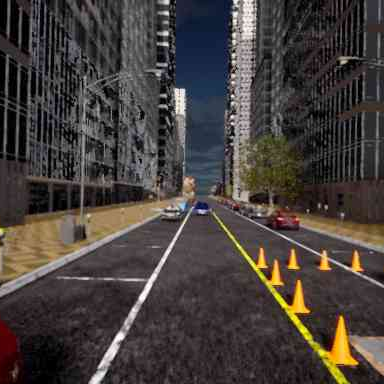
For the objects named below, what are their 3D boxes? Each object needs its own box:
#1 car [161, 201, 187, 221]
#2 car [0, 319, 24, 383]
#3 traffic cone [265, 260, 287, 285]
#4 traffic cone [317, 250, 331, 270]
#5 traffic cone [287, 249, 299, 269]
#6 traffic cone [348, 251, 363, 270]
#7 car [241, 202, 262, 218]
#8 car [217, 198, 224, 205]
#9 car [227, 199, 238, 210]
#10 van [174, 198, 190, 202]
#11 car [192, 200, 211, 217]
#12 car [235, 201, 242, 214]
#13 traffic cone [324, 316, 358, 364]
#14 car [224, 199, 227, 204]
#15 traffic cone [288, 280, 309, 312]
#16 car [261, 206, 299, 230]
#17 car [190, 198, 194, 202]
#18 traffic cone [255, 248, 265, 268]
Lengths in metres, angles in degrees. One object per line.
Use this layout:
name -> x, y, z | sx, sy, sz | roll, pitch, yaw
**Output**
car -> -1.739, 1.778, 29.925 | 2.008, 1.369, 4.403 | 1, -1, 1
car -> -2.382, 1.542, 1.470 | 1.802, 1.307, 4.206 | 1, -1, 1
traffic cone -> 2.188, 2.084, 8.688 | 0.340, 0.580, 0.340 | 1, -1, 1
traffic cone -> 4.232, 2.148, 10.642 | 0.340, 0.580, 0.340 | 1, -1, 1
traffic cone -> 3.233, 2.126, 10.665 | 0.340, 0.580, 0.340 | 1, -1, 1
traffic cone -> 5.232, 2.171, 10.619 | 0.340, 0.580, 0.340 | 1, -1, 1
car -> 6.766, 2.018, 35.422 | 2.008, 1.369, 4.403 | 1, 0, 1
car -> 7.794, 2.368, 80.949 | 1.887, 1.381, 4.507 | 1, 0, 1
car -> 7.154, 2.046, 52.495 | 1.967, 1.590, 4.097 | 1, 0, 1
van -> -1.477, 1.666, 41.309 | 1.690, 1.788, 3.998 | 1, 0, 1
car -> 1.105, 1.874, 36.738 | 1.812, 1.442, 4.674 | 1, 0, 1
car -> 6.894, 2.066, 41.112 | 2.008, 1.369, 4.403 | 1, 0, 1
traffic cone -> 2.099, 2.046, 4.690 | 0.340, 0.580, 0.340 | 1, -1, 1
car -> 7.282, 2.091, 58.185 | 1.967, 1.590, 4.097 | 1, 0, 1
traffic cone -> 2.143, 2.065, 6.690 | 0.340, 0.580, 0.340 | 1, -1, 1
car -> 6.508, 1.947, 24.040 | 1.802, 1.307, 4.206 | 1, -1, 1
car -> -0.325, 2.258, 92.527 | 1.887, 1.381, 4.507 | 1, 0, 1
traffic cone -> 2.233, 2.103, 10.688 | 0.340, 0.580, 0.340 | 1, -1, 1
